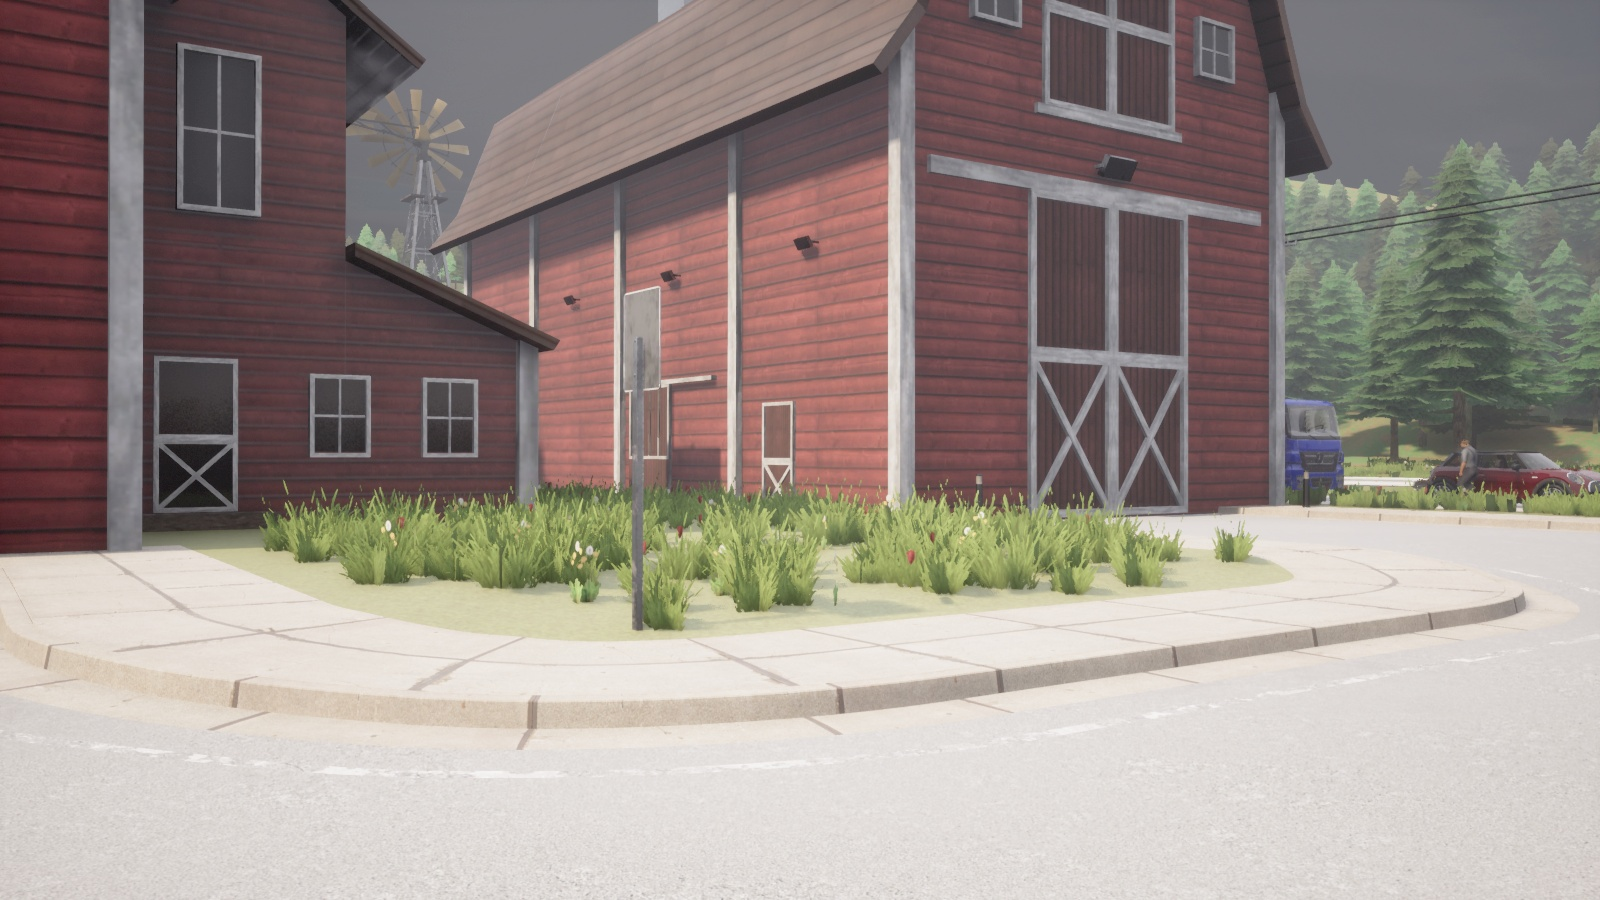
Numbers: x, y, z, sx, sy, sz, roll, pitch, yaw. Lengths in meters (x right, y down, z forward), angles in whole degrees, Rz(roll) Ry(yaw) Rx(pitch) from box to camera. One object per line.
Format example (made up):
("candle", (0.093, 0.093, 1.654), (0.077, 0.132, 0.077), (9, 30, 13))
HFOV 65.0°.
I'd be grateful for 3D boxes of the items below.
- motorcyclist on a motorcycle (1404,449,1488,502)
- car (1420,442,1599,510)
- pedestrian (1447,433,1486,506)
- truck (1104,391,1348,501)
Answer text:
("motorcyclist on a motorcycle", (20.837, 0.798, 40.558), (0.766, 1.649, 2.350), (0, 0, -33))
("car", (20.188, 0.691, 35.237), (2.097, 1.767, 4.553), (0, 0, -34))
("pedestrian", (17.164, 0.487, 32.326), (0.540, 1.848, 0.694), (0, 0, -29))
("truck", (14.570, -0.108, 43.665), (2.891, 3.462, 7.936), (0, 0, -34))
